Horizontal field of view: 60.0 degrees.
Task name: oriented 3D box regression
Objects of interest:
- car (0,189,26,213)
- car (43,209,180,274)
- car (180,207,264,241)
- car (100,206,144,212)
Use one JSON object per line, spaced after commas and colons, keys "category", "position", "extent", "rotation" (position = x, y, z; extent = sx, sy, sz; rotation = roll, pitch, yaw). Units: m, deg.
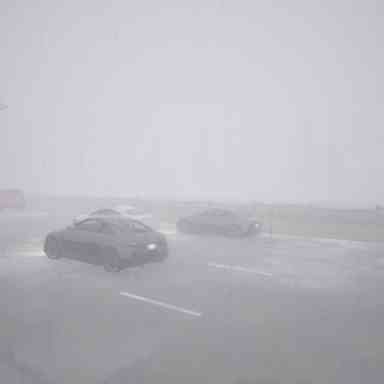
{"category": "car", "position": [-16.670, 0.743, 28.975], "extent": [5.566, 2.045, 2.150], "rotation": [1, 1, 36]}
{"category": "car", "position": [-2.714, 1.436, 10.277], "extent": [4.181, 1.385, 1.994], "rotation": [1, 1, 36]}
{"category": "car", "position": [1.292, 1.433, 16.021], "extent": [4.181, 1.385, 1.994], "rotation": [1, 1, 36]}
{"category": "car", "position": [-3.540, 1.342, 15.172], "extent": [4.674, 1.442, 1.812], "rotation": [1, 1, 36]}
